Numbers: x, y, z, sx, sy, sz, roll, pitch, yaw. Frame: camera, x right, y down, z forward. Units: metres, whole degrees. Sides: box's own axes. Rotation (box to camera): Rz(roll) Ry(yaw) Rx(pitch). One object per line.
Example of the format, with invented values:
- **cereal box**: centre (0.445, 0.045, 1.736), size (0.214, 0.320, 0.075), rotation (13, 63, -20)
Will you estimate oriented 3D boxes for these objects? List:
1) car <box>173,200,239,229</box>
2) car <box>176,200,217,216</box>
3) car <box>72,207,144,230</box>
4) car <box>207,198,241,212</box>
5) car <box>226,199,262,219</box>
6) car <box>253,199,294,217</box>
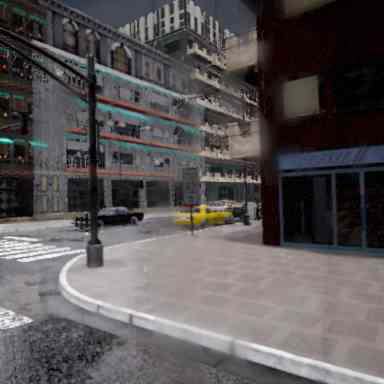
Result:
- **car**: centre (0.831, 1.421, 20.653), size (1.752, 1.417, 4.829), rotation (-2, 0, 36)
- **car**: centre (0.556, 1.595, 34.421), size (1.887, 1.381, 4.507), rotation (-2, 0, 36)
- **car**: centre (-5.434, 1.698, 21.915), size (1.895, 1.301, 4.718), rotation (-2, -1, 36)
- **car**: centre (3.808, 1.526, 38.845), size (1.752, 1.417, 4.829), rotation (-2, 0, 36)
- **car**: centre (3.950, 1.398, 24.896), size (2.008, 1.369, 4.403), rotation (-2, 0, 36)
- **car**: centre (7.304, 1.340, 29.458), size (1.887, 1.381, 4.507), rotation (-2, 0, 36)
